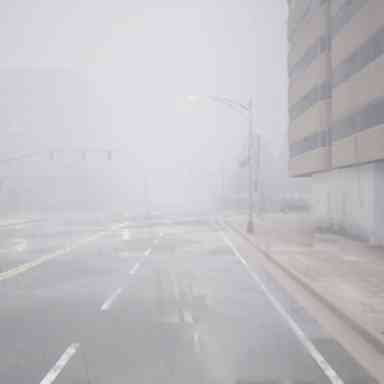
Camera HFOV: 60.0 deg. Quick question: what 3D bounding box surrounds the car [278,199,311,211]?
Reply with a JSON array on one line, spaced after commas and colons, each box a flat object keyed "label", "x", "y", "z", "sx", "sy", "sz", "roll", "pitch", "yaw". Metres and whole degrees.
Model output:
[{"label": "car", "x": 12.201, "y": 1.514, "z": 38.026, "sx": 4.553, "sy": 1.767, "sz": 2.097, "roll": 0, "pitch": -1, "yaw": 0}]
